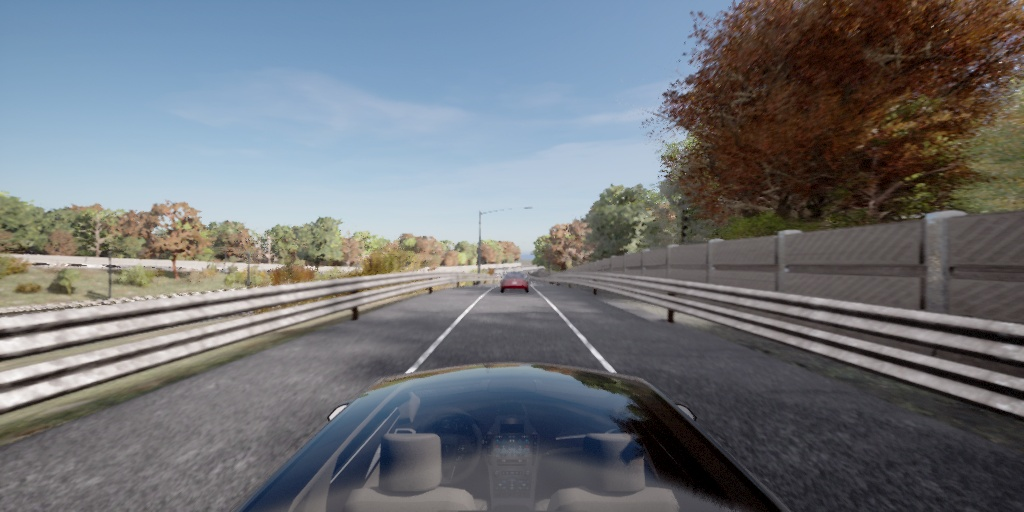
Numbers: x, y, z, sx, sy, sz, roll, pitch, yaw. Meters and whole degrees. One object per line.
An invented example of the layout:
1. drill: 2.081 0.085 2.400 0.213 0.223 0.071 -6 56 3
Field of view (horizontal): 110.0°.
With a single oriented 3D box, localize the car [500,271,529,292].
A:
1. car: 0.192 1.838 25.956 1.994 1.385 4.181 0 -2 1
